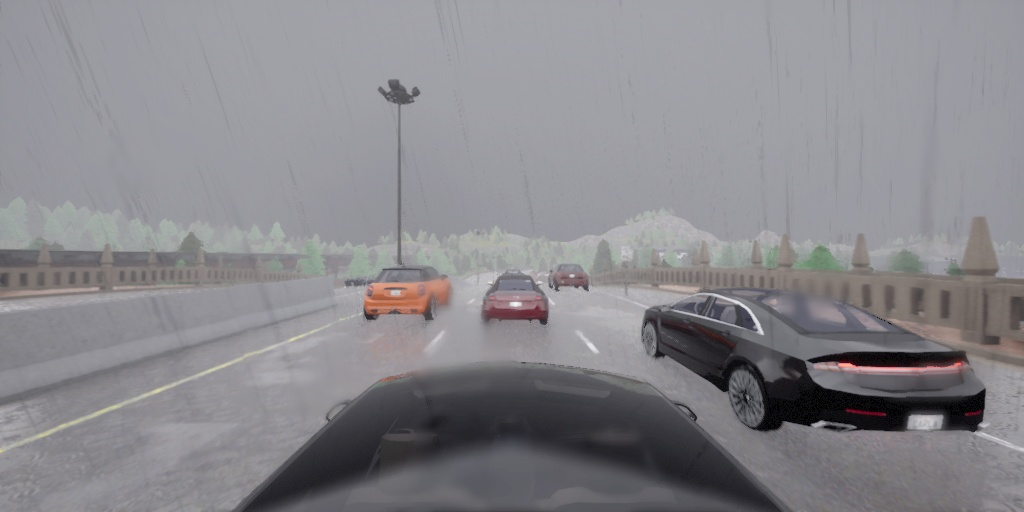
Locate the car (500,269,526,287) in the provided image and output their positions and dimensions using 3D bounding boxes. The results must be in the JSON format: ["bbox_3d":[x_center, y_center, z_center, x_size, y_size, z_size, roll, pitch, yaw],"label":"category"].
[{"bbox_3d":[0.105,1.843,29.450,1.994,1.385,4.181,0,-4,0],"label":"car"}]

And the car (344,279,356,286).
[{"bbox_3d":[-17.538,3.005,41.591,1.895,1.301,4.718,0,-7,0],"label":"car"}]

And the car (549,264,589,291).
[{"bbox_3d":[3.604,1.316,23.658,2.097,1.767,4.553,0,-2,0],"label":"car"}]

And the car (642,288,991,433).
[{"bbox_3d":[3.600,1.241,5.545,2.128,1.511,4.902,0,0,0],"label":"car"}]

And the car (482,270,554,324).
[{"bbox_3d":[0.103,1.313,11.991,1.994,1.385,4.181,0,0,0],"label":"car"}]

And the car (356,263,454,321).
[{"bbox_3d":[-3.397,1.102,12.636,2.097,1.767,4.553,0,0,0],"label":"car"}]
